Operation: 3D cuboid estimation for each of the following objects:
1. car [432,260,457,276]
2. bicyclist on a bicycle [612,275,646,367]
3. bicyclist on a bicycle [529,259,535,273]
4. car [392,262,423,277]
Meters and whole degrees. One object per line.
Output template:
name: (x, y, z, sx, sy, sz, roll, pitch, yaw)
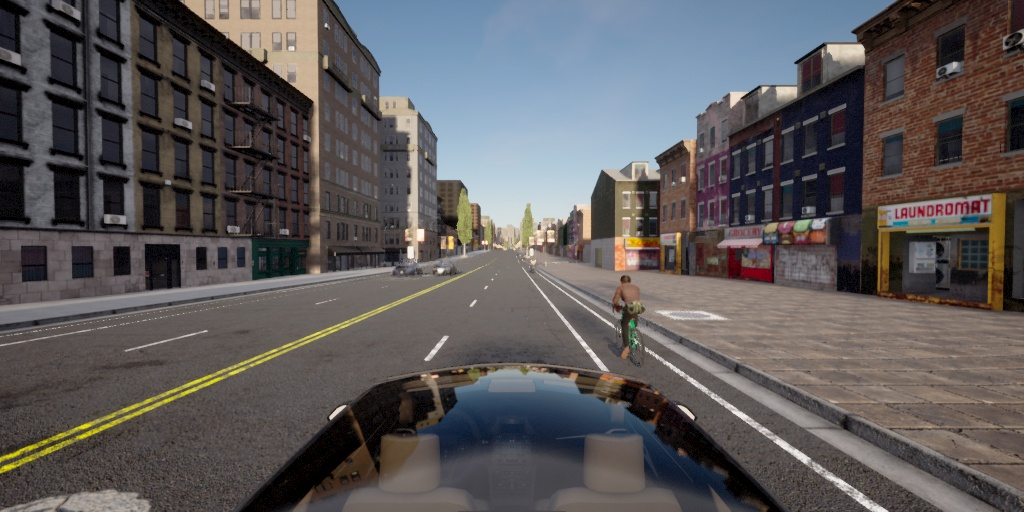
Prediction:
car: (-6.600, 1.175, 35.574, 2.128, 1.511, 4.902, 0, 0, 0)
bicyclist on a bicycle: (2.263, 1.202, 6.969, 0.582, 1.620, 1.656, 0, 0, 0)
bicyclist on a bicycle: (2.319, 1.096, 39.924, 0.866, 1.612, 1.509, 0, 0, -1)
car: (-9.851, 1.255, 34.043, 1.994, 1.385, 4.181, 0, 0, 0)
